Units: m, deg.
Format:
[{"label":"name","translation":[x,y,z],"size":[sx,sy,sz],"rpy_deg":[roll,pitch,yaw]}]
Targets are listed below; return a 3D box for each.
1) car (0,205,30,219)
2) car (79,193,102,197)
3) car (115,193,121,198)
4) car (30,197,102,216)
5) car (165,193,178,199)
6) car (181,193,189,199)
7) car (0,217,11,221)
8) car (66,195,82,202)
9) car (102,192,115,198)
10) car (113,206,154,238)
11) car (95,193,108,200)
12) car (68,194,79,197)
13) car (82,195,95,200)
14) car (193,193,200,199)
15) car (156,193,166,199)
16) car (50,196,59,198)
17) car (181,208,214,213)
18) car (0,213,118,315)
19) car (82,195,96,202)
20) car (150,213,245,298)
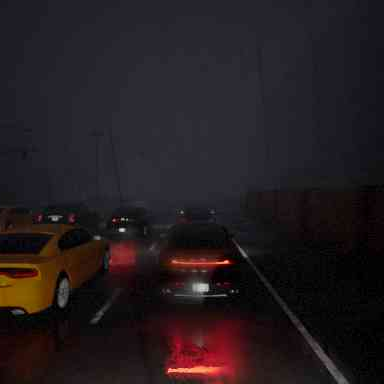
[{"label":"car","translation":[-10.199,1.477,18.474],"size":[1.882,1.535,5.008],"rpy_deg":[0,0,1]},{"label":"car","translation":[-20.200,1.310,66.102],"size":[2.097,1.767,4.553],"rpy_deg":[0,0,1]},{"label":"car","translation":[-19.801,1.170,86.175],"size":[2.097,1.767,4.553],"rpy_deg":[0,1,1]},{"label":"car","translation":[-6.698,1.352,18.462],"size":[2.097,1.767,4.553],"rpy_deg":[0,0,1]},{"label":"car","translation":[-5.625,1.215,94.765],"size":[2.128,1.511,4.902],"rpy_deg":[0,1,1]},{"label":"car","translation":[-2.118,1.043,95.079],"size":[2.097,1.767,4.553],"rpy_deg":[0,1,1]},{"label":"car","translation":[-6.812,1.564,8.442],"size":[1.994,1.385,4.181],"rpy_deg":[0,0,0]},{"label":"car","translation":[-27.001,1.465,76.255],"size":[1.994,1.385,4.181],"rpy_deg":[0,0,1]},{"label":"car","translation":[-20.005,1.139,75.983],"size":[2.150,2.045,5.566],"rpy_deg":[0,0,1]},{"label":"car","translation":[-3.203,1.504,17.770],"size":[1.837,1.490,4.892],"rpy_deg":[0,0,0]},{"label":"car","translation":[-23.303,1.172,86.083],"size":[2.097,1.767,4.553],"rpy_deg":[0,1,1]},{"label":"car","translation":[-23.699,1.329,66.162],"size":[2.097,1.767,4.553],"rpy_deg":[0,0,1]},{"label":"car","translation":[-26.799,1.409,86.344],"size":[1.895,1.301,4.718],"rpy_deg":[0,1,1]},{"label":"car","translation":[1.382,1.240,95.041],"size":[1.994,1.385,4.181],"rpy_deg":[0,1,1]},{"label":"car","translation":[-9.125,1.167,94.839],"size":[1.882,1.535,5.008],"rpy_deg":[0,1,1]},{"label":"car","translation":[-27.199,1.526,66.193],"size":[1.994,1.385,4.181],"rpy_deg":[0,0,1]},{"label":"car","translation":[0.305,1.563,18.632],"size":[1.994,1.385,4.181],"rpy_deg":[0,0,1]},{"label":"car","translation":[-3.324,1.477,7.691],"size":[1.882,1.535,5.008],"rpy_deg":[0,0,1]},{"label":"car","translation":[-23.505,1.467,76.020],"size":[1.994,1.385,4.181],"rpy_deg":[0,0,1]},{"label":"car","translation":[0.186,1.505,8.515],"size":[1.837,1.490,4.892],"rpy_deg":[0,0,1]}]
